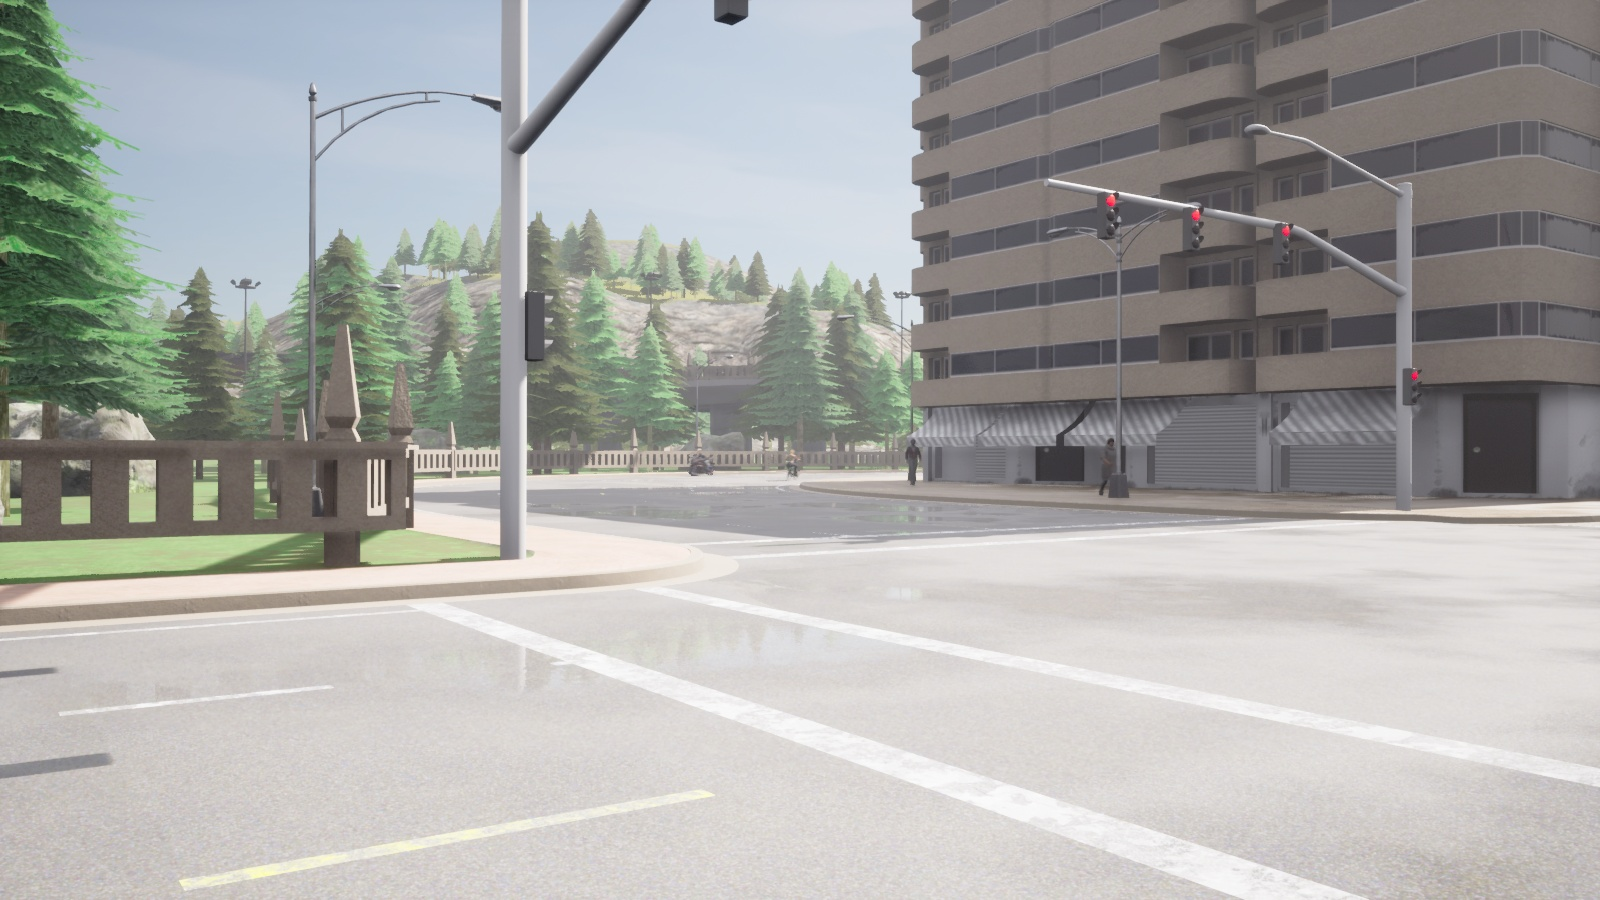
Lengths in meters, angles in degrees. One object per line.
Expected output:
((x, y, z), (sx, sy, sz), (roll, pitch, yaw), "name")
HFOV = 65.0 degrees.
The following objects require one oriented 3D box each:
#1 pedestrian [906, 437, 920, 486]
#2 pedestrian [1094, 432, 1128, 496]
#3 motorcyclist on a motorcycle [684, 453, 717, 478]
((4.453, 0.455, 49.372), (0.402, 1.930, 0.666), (0, 0, -8), "pedestrian")
((9.633, 0.433, 38.878), (0.659, 1.952, 0.873), (0, 0, -19), "pedestrian")
((-6.075, 0.925, 76.854), (0.866, 1.530, 2.191), (0, 0, 34), "motorcyclist on a motorcycle")
